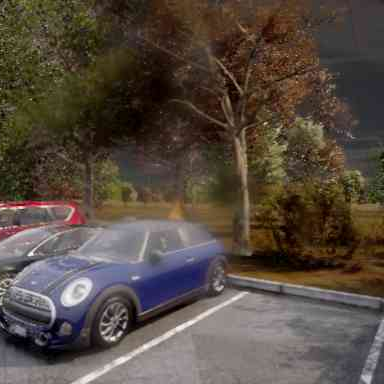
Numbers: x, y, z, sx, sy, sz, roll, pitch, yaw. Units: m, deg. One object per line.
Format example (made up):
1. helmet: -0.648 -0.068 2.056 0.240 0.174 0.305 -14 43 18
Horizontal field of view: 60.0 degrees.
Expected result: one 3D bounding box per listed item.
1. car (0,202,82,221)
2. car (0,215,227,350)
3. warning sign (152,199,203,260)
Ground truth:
1. car: -5.736 1.342 9.821 2.435 2.045 5.566 -1 0 35
2. car: -1.167 1.407 6.633 2.185 1.767 4.553 -1 0 36
3. warning sign: -0.472 1.192 11.213 1.060 1.860 1.300 -2 0 35
